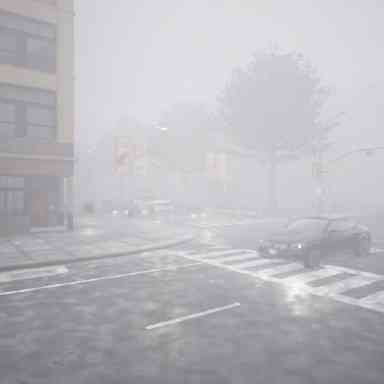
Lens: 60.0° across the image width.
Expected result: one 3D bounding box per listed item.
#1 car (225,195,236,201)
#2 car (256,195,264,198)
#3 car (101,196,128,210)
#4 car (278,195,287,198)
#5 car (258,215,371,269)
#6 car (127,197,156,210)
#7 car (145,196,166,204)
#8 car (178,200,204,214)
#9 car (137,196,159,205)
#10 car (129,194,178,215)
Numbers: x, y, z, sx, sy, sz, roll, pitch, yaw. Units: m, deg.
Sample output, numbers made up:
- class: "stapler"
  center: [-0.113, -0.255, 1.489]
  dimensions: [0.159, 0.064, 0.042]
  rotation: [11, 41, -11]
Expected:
- class: "car"
  center: [8.016, 1.418, 76.663]
  dimensions: [2.161, 1.482, 4.786]
  rotation: [0, 0, -36]
- class: "car"
  center: [17.680, 1.469, 83.093]
  dimensions: [1.895, 1.301, 4.718]
  rotation: [0, 0, -36]
- class: "car"
  center: [-9.985, 1.354, 42.754]
  dimensions: [2.097, 1.767, 4.553]
  rotation: [0, 0, -35]
- class: "car"
  center: [18.477, 1.326, 69.159]
  dimensions: [2.002, 1.452, 4.674]
  rotation: [0, 0, -36]
- class: "car"
  center: [4.306, 1.527, 11.321]
  dimensions: [4.674, 1.442, 1.812]
  rotation: [0, 0, -36]
- class: "car"
  center: [-6.744, 1.507, 44.233]
  dimensions: [1.837, 1.490, 4.892]
  rotation: [0, 0, -35]
- class: "car"
  center: [-7.146, 1.481, 64.824]
  dimensions: [1.882, 1.535, 5.008]
  rotation: [0, -1, -36]
- class: "car"
  center: [-0.922, 1.549, 36.058]
  dimensions: [2.033, 1.411, 5.357]
  rotation: [0, 0, -36]
- class: "car"
  center: [-8.018, 1.508, 59.864]
  dimensions: [1.837, 1.490, 4.892]
  rotation: [0, 0, -36]
- class: "car"
  center: [-4.154, 1.223, 34.563]
  dimensions: [2.150, 2.045, 5.566]
  rotation: [0, 0, -36]
